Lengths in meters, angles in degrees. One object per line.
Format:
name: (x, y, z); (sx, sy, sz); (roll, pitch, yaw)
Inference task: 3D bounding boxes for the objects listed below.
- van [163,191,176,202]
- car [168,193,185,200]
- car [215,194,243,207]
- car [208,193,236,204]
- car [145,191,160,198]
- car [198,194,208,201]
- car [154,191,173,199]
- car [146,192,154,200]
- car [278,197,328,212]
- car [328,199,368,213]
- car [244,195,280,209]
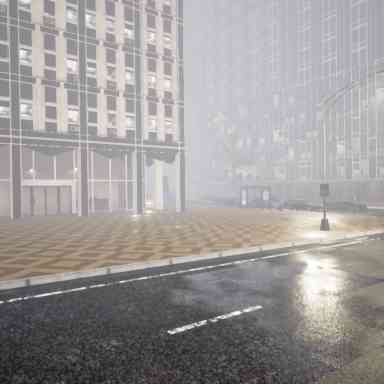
van: (-3.965, 0.937, 59.651); (1.690, 1.788, 3.998); (0, 1, -34)
car: (-3.495, 0.936, 73.767); (1.802, 1.307, 4.206); (0, 1, -34)
car: (5.645, 1.319, 45.572); (1.947, 1.339, 4.313); (0, 1, -34)
car: (4.992, 1.266, 51.191); (1.895, 1.301, 4.718); (-1, 1, -34)
car: (-9.933, 0.686, 83.134); (1.967, 1.590, 4.097); (0, 1, -34)
car: (2.942, 1.043, 64.398); (1.802, 1.307, 4.206); (0, 1, -34)
car: (-6.714, 0.615, 78.448); (2.192, 1.841, 5.009); (0, 1, -34)
car: (-10.403, 1.039, 69.022); (2.008, 1.369, 4.403); (0, 1, -34)
car: (12.020, 1.423, 36.158); (1.947, 1.339, 4.313); (0, 1, -34)
car: (16.111, 1.408, 34.991); (1.994, 1.385, 4.181); (-1, 1, -35)
car: (8.815, 1.388, 40.855); (1.802, 1.307, 4.206); (0, 1, -34)
